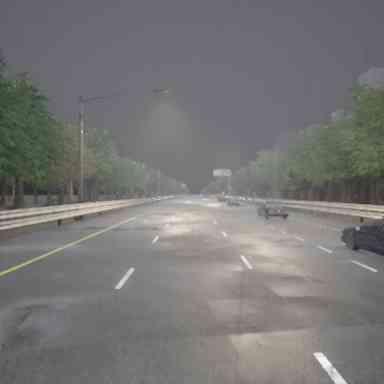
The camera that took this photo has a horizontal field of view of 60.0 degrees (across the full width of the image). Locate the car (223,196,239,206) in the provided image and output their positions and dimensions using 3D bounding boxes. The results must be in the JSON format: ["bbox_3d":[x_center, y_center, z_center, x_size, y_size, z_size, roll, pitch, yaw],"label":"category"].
[{"bbox_3d":[7.188,1.769,59.039,2.033,1.411,5.357,0,0,0],"label":"car"}]

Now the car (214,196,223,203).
[{"bbox_3d":[7.365,1.687,82.030,2.097,1.767,4.553,0,0,1],"label":"car"}]

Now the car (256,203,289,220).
[{"bbox_3d":[7.046,1.634,29.447,2.033,1.411,5.357,0,0,0],"label":"car"}]

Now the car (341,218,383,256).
[{"bbox_3d":[7.006,1.563,11.193,2.033,1.411,5.357,0,0,0],"label":"car"}]
